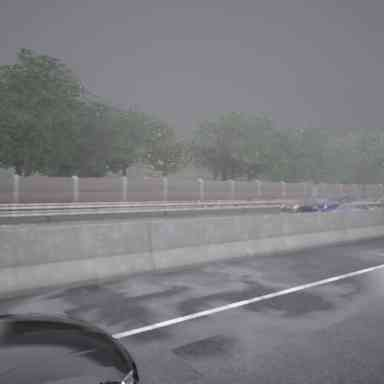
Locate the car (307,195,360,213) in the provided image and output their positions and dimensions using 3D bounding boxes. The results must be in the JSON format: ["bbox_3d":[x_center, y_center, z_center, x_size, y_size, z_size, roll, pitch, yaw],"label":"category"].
[{"bbox_3d":[13.511,1.278,30.752,5.566,2.045,2.150,1,0,-35],"label":"car"}]

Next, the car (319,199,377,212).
[{"bbox_3d":[12.328,1.523,25.640,5.008,1.535,1.882,0,0,-35],"label":"car"}]

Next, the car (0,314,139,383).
[{"bbox_3d":[-2.650,1.491,1.856,4.902,1.511,2.128,0,0,-35],"label":"car"}]

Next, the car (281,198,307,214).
[{"bbox_3d":[10.948,1.404,33.229,4.553,1.767,2.097,0,0,-35],"label":"car"}]
